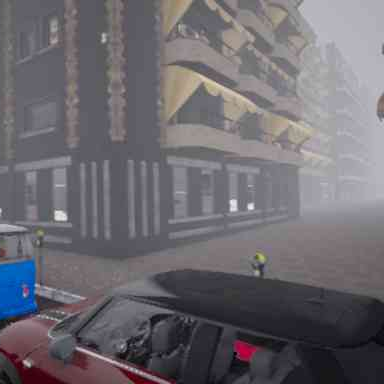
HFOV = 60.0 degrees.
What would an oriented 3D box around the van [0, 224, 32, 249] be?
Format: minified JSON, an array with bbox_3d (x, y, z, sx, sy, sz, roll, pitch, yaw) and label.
[{"bbox_3d":[-4.577,1.421,6.160,3.998,1.788,1.690,-1,-1,36],"label":"van"}]

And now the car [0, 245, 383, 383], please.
[{"bbox_3d":[-0.175,1.460,3.018,4.097,1.590,1.967,-1,-1,36],"label":"car"}]
